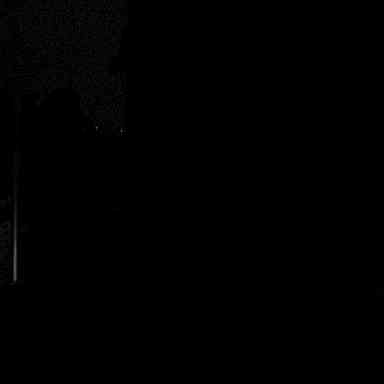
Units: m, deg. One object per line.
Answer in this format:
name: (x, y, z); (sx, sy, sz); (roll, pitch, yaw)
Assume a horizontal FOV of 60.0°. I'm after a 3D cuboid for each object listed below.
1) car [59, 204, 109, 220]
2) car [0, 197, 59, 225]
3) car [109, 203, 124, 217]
car: (-9.681, 1.658, 28.738); (1.802, 1.307, 4.206); (0, -1, 35)
car: (-12.811, 1.315, 24.339); (2.192, 1.841, 5.009); (0, -1, 35)
car: (-6.647, 1.676, 33.002); (1.752, 1.417, 4.829); (0, -1, 35)
